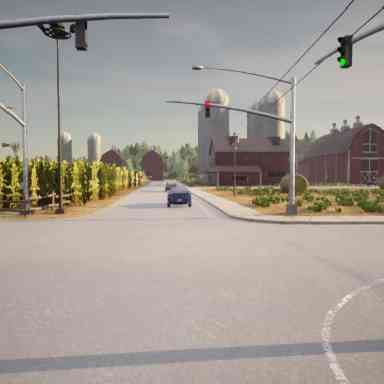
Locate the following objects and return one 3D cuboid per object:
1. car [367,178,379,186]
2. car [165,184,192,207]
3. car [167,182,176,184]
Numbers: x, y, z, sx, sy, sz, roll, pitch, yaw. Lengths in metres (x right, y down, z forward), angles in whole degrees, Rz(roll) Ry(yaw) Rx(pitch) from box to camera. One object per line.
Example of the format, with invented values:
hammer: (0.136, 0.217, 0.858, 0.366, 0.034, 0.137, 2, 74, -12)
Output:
car: (42.382, -2.329, 77.514, 1.905, 1.878, 3.866, 10, 10, 41)
car: (-1.108, 0.346, 27.600, 1.882, 1.535, 5.008, 0, 3, -5)
car: (-3.332, -0.811, 52.832, 2.128, 1.511, 4.902, 0, 3, -5)
